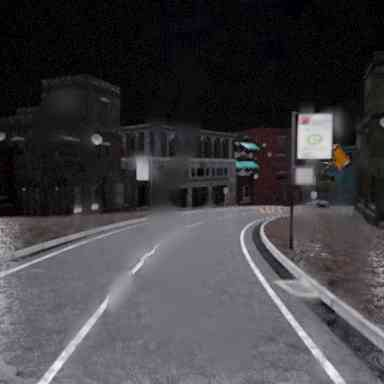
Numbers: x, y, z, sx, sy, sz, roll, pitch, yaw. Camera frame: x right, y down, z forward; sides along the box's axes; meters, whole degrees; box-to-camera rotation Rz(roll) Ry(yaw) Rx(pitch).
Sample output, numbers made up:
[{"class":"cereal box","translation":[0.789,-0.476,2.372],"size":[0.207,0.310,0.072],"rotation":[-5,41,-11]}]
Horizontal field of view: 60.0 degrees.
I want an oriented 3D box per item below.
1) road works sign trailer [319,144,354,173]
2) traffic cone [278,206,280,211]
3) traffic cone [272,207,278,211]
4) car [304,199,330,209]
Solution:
[{"class":"road works sign trailer","translation":[12.934,-3.115,32.072],"size":[2.880,2.380,3.560],"rotation":[-43,15,6]},{"class":"traffic cone","translation":[11.536,2.177,44.317],"size":[0.340,0.580,0.340],"rotation":[4,1,33]},{"class":"traffic cone","translation":[10.435,2.156,42.647],"size":[0.340,0.580,0.340],"rotation":[3,1,33]},{"class":"car","translation":[20.013,1.931,53.254],"size":[4.902,1.511,2.128],"rotation":[2,2,-34]}]
